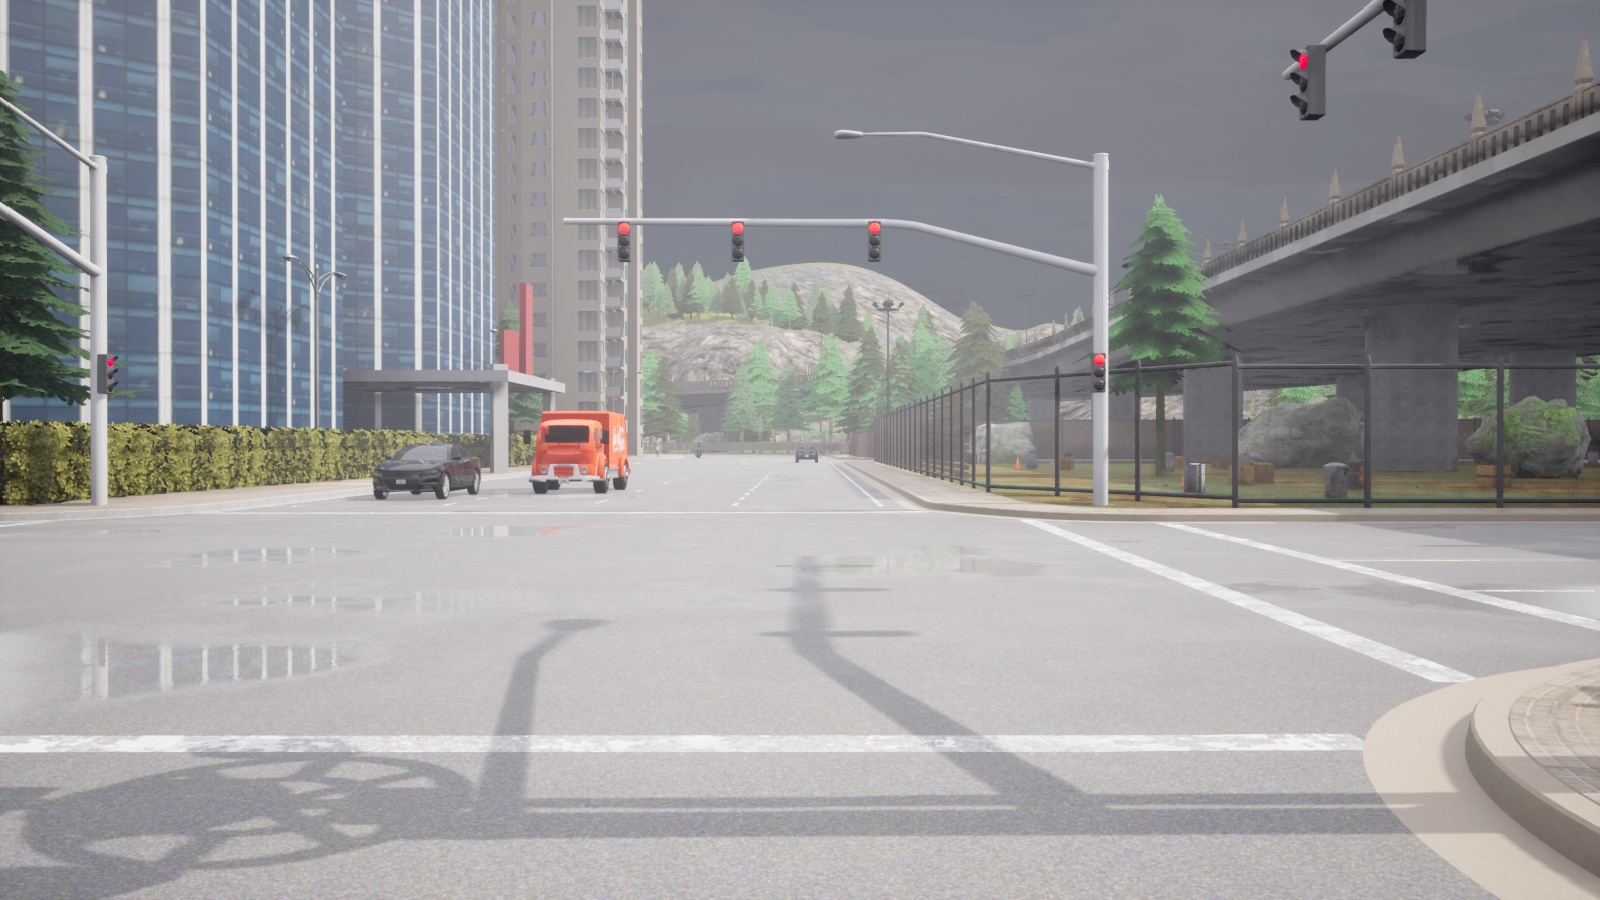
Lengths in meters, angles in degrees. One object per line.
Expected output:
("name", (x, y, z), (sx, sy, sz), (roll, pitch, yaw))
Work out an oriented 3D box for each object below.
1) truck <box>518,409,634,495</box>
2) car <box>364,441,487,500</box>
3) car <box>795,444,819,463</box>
("truck", (-6.780, 0.036, 38.678), (2.627, 2.467, 5.204), (0, 0, 0))
("car", (-10.300, 0.519, 34.939), (1.882, 1.535, 5.008), (0, 0, 0))
("car", (0.531, 0.251, 97.153), (1.816, 1.474, 4.193), (0, 1, 0))
